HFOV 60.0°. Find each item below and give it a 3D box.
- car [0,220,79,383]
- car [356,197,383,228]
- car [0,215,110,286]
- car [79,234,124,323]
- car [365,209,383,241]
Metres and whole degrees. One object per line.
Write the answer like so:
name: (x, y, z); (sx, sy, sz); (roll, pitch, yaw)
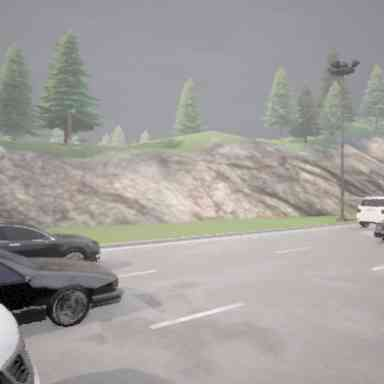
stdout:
car: (-3.565, 1.207, 1.194); (5.566, 2.045, 2.150); (0, 0, -36)
car: (12.977, 1.339, 21.728); (5.566, 2.045, 2.150); (0, 0, -36)
car: (-4.890, 1.503, 8.848); (4.892, 1.490, 1.837); (0, 0, -35)
car: (-3.877, 1.542, 5.275); (5.357, 1.411, 2.033); (0, 0, -36)
car: (10.645, 1.638, 15.698); (5.357, 1.411, 2.033); (0, 0, -36)
